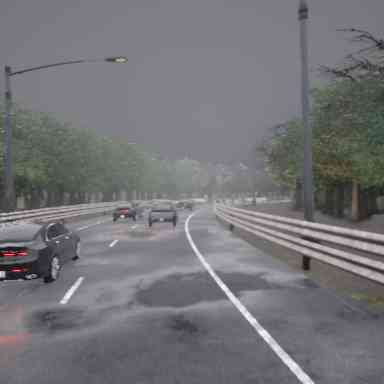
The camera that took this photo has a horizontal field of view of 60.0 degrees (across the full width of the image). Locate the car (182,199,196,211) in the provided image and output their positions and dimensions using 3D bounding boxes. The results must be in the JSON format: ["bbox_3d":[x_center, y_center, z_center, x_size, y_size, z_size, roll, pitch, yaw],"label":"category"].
[{"bbox_3d":[-0.667,1.651,41.799,1.837,1.490,4.892,-1,-1,9],"label":"car"}]

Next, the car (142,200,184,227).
[{"bbox_3d":[-1.931,1.541,23.474,2.128,1.511,4.902,-1,0,0],"label":"car"}]

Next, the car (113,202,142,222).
[{"bbox_3d":[-5.342,1.650,28.284,1.837,1.490,4.892,-2,0,2],"label":"car"}]

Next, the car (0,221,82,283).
[{"bbox_3d":[-4.602,1.607,9.840,1.837,1.490,4.892,-2,0,-7],"label":"car"}]
